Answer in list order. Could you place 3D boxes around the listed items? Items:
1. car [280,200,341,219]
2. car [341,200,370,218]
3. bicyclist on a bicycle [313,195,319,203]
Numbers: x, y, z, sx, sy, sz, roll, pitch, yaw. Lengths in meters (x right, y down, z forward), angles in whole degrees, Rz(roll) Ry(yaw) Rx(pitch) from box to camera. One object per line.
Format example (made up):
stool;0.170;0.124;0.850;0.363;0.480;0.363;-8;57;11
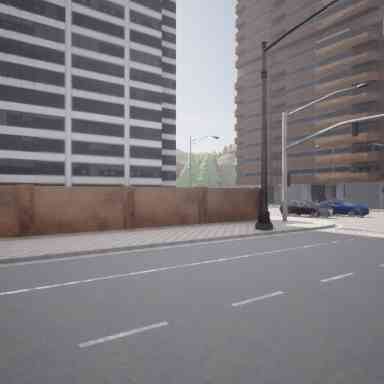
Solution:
car;10.150;1.492;29.669;2.128;1.511;4.902;0;0;-36
car;13.689;1.478;30.746;1.882;1.535;5.008;0;0;-36
bicyclist on a bicycle;17.250;1.301;46.287;1.656;1.620;0.582;0;0;-36
